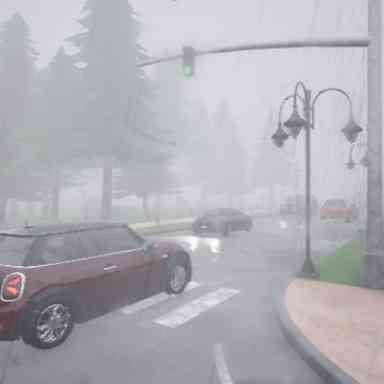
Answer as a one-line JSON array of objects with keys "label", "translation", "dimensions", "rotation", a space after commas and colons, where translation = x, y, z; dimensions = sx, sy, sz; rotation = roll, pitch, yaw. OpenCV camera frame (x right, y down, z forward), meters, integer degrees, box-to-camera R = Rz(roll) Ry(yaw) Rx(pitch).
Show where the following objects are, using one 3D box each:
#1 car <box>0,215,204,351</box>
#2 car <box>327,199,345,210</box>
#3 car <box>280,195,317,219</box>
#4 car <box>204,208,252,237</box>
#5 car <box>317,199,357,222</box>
[{"label": "car", "translation": [-1.916, 1.351, 6.622], "dimensions": [2.097, 1.767, 4.553], "rotation": [0, 0, 34]}, {"label": "car", "translation": [19.936, 1.663, 45.885], "dimensions": [1.895, 1.301, 4.718], "rotation": [0, 0, 29]}, {"label": "car", "translation": [9.860, 1.257, 30.335], "dimensions": [2.150, 2.045, 5.566], "rotation": [0, 0, 34]}, {"label": "car", "translation": [1.716, 1.578, 18.401], "dimensions": [1.994, 1.385, 4.181], "rotation": [0, 0, 34]}, {"label": "car", "translation": [11.996, 1.384, 27.065], "dimensions": [2.097, 1.767, 4.553], "rotation": [0, 0, 34]}]
